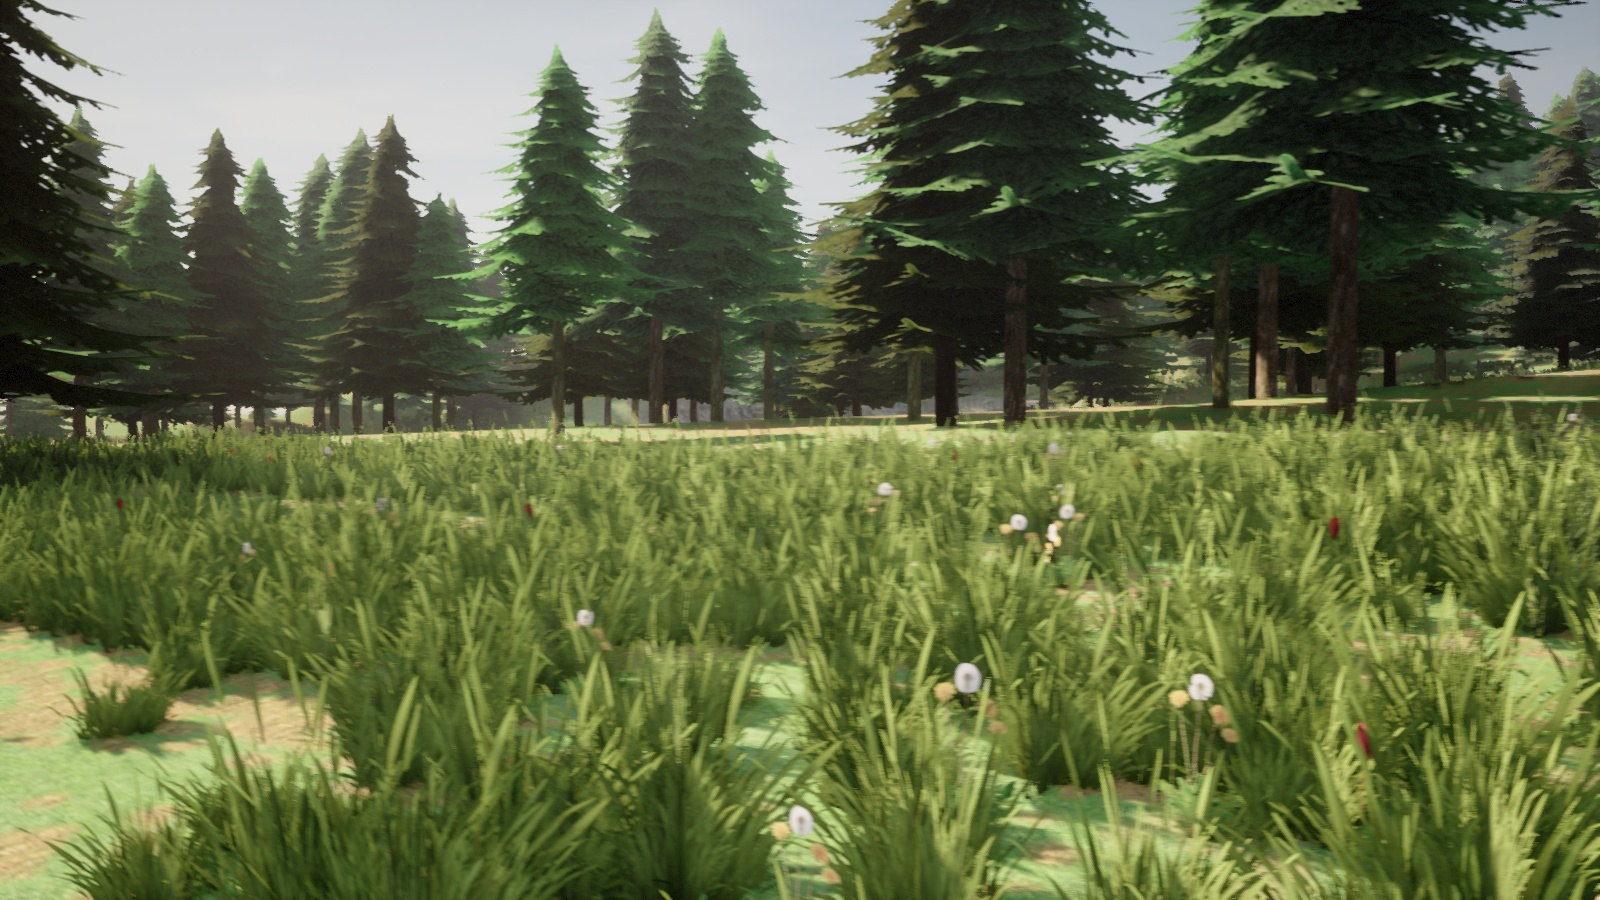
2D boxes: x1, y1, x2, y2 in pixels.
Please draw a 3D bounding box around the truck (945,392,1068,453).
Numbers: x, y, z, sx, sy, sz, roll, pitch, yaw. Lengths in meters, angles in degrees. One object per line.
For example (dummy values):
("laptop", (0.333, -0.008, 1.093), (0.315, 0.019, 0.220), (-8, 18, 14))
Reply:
("truck", (14.436, -1.854, 88.331), (7.936, 3.462, 2.891), (-7, -3, 41))
